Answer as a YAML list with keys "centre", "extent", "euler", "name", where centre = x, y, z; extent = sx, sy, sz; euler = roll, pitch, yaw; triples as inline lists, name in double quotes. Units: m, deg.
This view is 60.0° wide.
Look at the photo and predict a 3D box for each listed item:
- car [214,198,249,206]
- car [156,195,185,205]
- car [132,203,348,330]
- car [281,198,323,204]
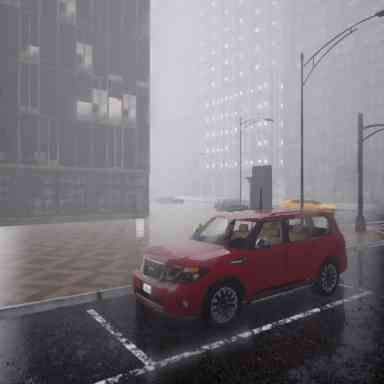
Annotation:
- centre: [4.192, 1.269, 30.784]
  extent: [2.033, 1.411, 5.357]
  euler: [0, 1, -37]
  name: "car"
- centre: [-2.958, 1.126, 45.913]
  extent: [1.895, 1.301, 4.718]
  euler: [0, 1, -36]
  name: "car"
- centre: [1.290, 1.315, 7.095]
  extent: [5.009, 1.841, 2.192]
  euler: [0, 0, -35]
  name: "car"
- centre: [9.947, 1.271, 28.477]
  extent: [1.882, 1.535, 5.008]
  euler: [0, 1, -37]
  name: "car"
